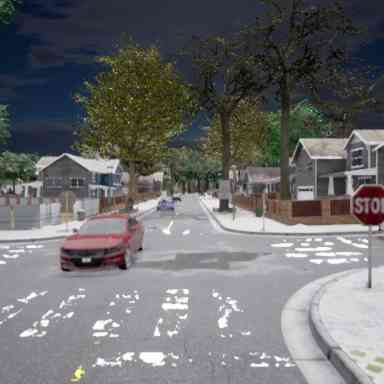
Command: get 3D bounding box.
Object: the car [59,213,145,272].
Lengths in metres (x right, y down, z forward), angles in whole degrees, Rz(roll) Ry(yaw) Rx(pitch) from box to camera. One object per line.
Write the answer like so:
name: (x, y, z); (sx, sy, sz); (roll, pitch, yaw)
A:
car: (-2.788, 1.523, 11.269); (1.882, 1.535, 5.008); (-1, 0, 0)

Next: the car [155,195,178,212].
car: (-2.819, 1.370, 36.310); (1.812, 1.442, 4.674); (0, 1, 0)

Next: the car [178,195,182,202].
car: (-2.869, 1.159, 61.231); (1.895, 1.301, 4.718); (0, 1, 0)

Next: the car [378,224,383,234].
car: (10.293, 1.138, 13.650); (4.902, 1.511, 2.128); (-2, 0, 0)
